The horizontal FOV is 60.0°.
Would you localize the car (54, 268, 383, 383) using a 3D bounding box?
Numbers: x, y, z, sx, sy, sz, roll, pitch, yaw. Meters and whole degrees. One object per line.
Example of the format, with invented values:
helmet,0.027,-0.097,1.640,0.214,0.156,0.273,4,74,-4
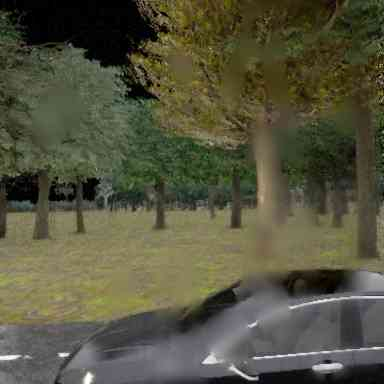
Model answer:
car,1.104,1.640,3.493,4.892,1.490,1.837,-1,-3,-2
